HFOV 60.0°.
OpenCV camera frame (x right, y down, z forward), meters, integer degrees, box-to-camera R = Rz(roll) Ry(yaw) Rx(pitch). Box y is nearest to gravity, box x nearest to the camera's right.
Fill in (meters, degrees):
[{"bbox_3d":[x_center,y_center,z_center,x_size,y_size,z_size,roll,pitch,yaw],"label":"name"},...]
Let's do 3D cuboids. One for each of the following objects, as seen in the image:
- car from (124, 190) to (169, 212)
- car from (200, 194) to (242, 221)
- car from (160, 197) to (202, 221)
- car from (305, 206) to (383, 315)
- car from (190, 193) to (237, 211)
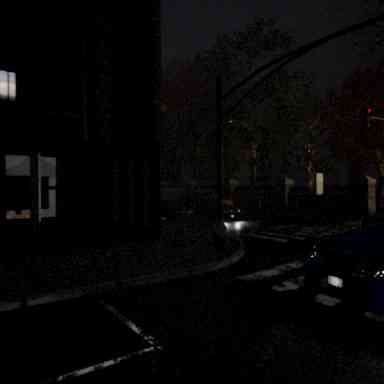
[{"bbox_3d":[-4.177,0.706,29.762,2.097,1.767,4.553,-1,1,-36],"label":"car"},{"bbox_3d":[0.949,1.057,22.692,2.033,1.411,5.357,-1,1,-36],"label":"car"},{"bbox_3d":[-1.533,1.105,21.727,1.802,1.307,4.206,1,1,-36],"label":"car"},{"bbox_3d":[4.918,1.094,6.514,5.566,2.045,2.150,-1,0,-22],"label":"car"},{"bbox_3d":[1.906,0.865,31.259,1.752,1.417,4.829,1,1,-36],"label":"car"}]
